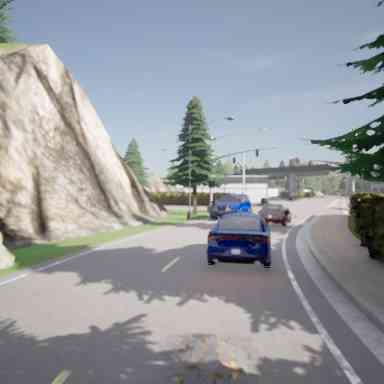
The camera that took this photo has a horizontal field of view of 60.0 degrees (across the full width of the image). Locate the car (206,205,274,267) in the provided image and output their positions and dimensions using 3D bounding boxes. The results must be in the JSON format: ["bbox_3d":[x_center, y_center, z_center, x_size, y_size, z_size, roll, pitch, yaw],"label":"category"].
[{"bbox_3d":[1.748,1.460,11.484,1.882,1.535,5.008,0,0,13],"label":"car"}]

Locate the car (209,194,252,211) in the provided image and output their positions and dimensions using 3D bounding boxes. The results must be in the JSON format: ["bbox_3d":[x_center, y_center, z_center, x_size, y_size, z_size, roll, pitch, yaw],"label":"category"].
[{"bbox_3d":[3.258,1.179,26.858,2.150,2.045,5.566,0,0,24],"label":"car"}]

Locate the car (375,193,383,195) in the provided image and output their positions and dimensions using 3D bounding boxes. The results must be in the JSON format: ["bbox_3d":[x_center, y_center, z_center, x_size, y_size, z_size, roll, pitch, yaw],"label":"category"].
[{"bbox_3d":[46.408,1.352,82.038,3.806,1.475,1.970,0,0,24],"label":"car"}]

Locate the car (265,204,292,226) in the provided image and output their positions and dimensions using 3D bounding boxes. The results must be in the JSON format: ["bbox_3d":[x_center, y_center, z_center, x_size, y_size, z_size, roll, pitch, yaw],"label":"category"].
[{"bbox_3d":[5.781,1.536,23.267,1.994,1.385,4.181,0,0,23],"label":"car"}]
